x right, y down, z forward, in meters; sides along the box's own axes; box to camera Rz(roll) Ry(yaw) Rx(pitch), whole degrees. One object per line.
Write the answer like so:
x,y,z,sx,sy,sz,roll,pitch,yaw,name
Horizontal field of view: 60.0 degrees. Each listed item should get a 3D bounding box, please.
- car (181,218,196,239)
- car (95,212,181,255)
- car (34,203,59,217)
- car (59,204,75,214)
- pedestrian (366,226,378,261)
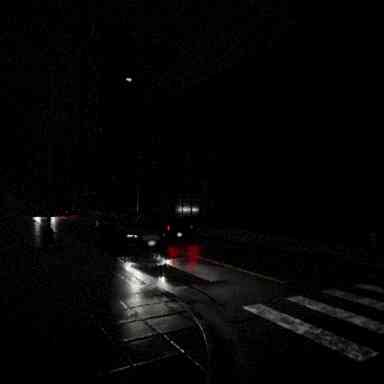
-1.753,1.810,18.219,1.895,1.301,4.718,2,-1,-31,car
-2.689,1.601,14.056,2.128,1.511,4.902,2,-1,-31,car
-16.560,1.970,37.269,1.837,1.490,4.892,1,-2,-30,car
-16.507,2.202,42.813,1.895,1.301,4.718,2,-2,-31,car
5.991,1.699,10.973,0.500,1.100,0.500,1,0,-31,pedestrian
